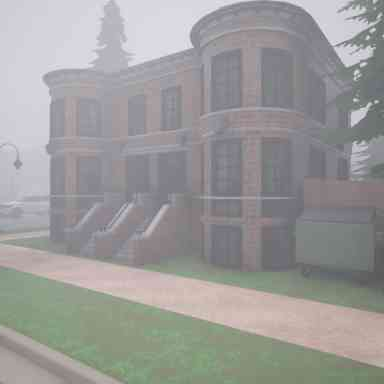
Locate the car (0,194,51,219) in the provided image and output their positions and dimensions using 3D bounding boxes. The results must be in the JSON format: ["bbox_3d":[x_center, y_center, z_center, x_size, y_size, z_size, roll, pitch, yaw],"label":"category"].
[{"bbox_3d":[-14.419,1.221,29.763,2.150,2.045,5.566,0,0,34],"label":"car"}]
